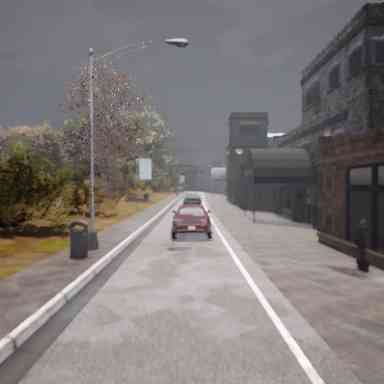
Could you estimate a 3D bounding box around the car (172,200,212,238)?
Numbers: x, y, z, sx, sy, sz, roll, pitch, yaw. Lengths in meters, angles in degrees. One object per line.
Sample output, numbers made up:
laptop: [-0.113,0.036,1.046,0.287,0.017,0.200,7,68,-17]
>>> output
car: [-0.021,1.347,16.550,1.812,1.442,4.674,0,1,0]

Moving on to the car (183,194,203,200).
car: [0.059,0.944,34.680,1.837,1.490,4.892,0,2,1]
